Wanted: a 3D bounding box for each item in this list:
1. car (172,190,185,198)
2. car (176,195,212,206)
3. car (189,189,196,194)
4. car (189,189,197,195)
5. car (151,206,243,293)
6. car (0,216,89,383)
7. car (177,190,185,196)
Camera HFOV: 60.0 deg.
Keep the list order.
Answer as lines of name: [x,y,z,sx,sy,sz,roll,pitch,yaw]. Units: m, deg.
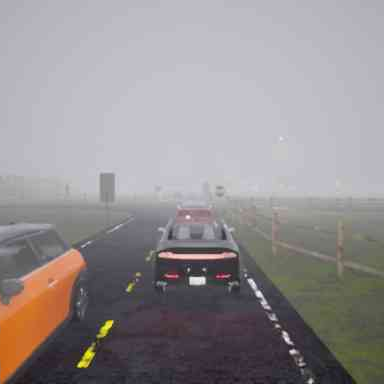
car: [-2.650,0.437,63.710,1.837,1.490,4.892,0,1,1]
car: [0.133,1.161,18.845,1.882,1.535,5.008,0,1,0]
car: [0.193,-0.173,91.156,1.812,1.442,4.674,0,1,0]
car: [0.172,0.226,81.190,1.895,1.301,4.718,0,1,0]
car: [0.112,1.349,8.421,2.128,1.511,4.902,0,1,0]
car: [-2.840,1.285,3.878,2.097,1.767,4.553,0,1,0]
car: [-2.583,0.268,79.199,1.895,1.301,4.718,0,1,0]
